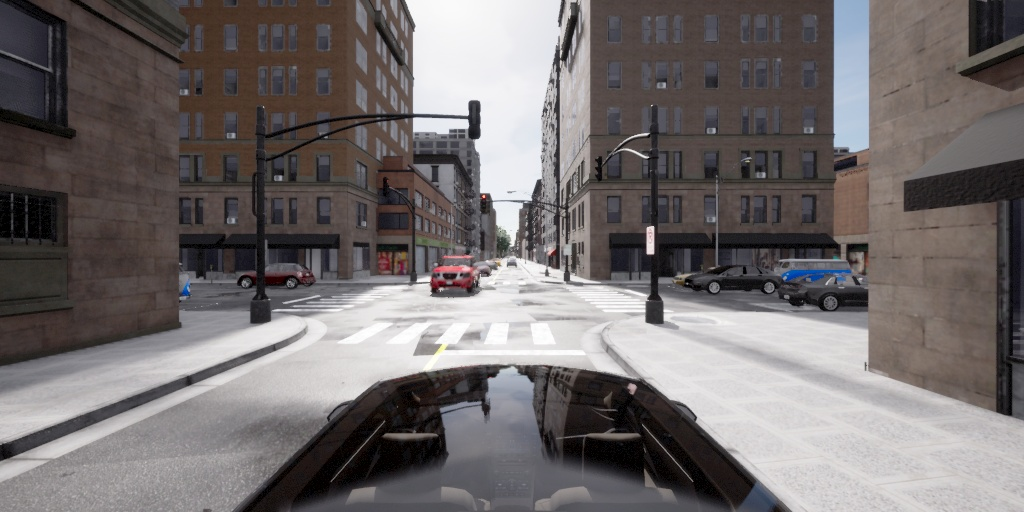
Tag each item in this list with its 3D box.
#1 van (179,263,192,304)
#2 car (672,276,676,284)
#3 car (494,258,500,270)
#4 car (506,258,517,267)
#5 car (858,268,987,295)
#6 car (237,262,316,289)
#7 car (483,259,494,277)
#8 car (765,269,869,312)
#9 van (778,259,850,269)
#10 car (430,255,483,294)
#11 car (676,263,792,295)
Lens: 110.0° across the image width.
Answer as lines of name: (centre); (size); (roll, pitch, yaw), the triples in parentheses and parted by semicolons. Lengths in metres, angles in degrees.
van: (-14.681, 1.089, 13.726); (3.998, 1.789, 1.690); (0, 0, 1)
car: (12.410, 1.264, 21.986); (4.829, 1.417, 1.751); (0, 0, 1)
car: (-3.124, 1.292, 50.473); (1.994, 1.385, 4.181); (0, 0, 0)
car: (-0.038, 1.260, 63.733); (2.033, 1.411, 5.357); (0, 0, 0)
car: (21.951, 1.346, 19.324); (4.718, 1.301, 1.895); (0, 0, 1)
car: (-14.615, 1.172, 22.251); (4.097, 1.591, 1.967); (0, 0, 1)
car: (-3.124, 1.265, 36.006); (1.812, 1.442, 4.674); (0, 0, 0)
car: (12.514, 1.305, 13.460); (4.403, 1.370, 2.007); (0, 0, 1)
van: (18.249, 1.080, 21.929); (3.998, 1.789, 1.690); (0, 0, 1)
car: (-3.111, 0.967, 20.579); (2.150, 2.045, 5.566); (0, 0, 0)
car: (11.918, 1.248, 19.434); (4.892, 1.490, 1.837); (0, 0, -1)
